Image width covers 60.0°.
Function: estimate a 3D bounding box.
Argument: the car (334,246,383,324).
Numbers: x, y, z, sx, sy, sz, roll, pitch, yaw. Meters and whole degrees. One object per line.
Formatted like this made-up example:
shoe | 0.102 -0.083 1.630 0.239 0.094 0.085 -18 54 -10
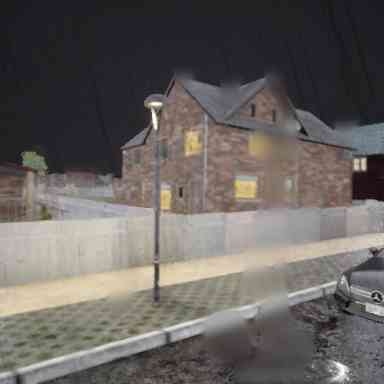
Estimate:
car | 4.693 1.536 6.423 4.674 1.442 1.812 0 0 -36
